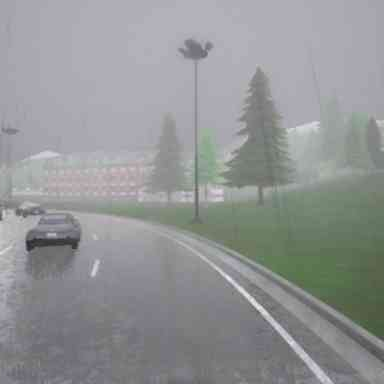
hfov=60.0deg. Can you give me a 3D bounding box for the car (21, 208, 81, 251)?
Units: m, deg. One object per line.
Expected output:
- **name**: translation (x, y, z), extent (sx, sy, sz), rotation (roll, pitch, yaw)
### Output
- **car**: translation (-5.947, 1.605, 14.607), extent (1.994, 1.385, 4.181), rotation (0, 0, -17)

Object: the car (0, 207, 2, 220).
- **car**: translation (-17.511, 1.468, 28.051), extent (2.097, 1.767, 4.553), rotation (0, 0, -39)

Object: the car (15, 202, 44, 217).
- **car**: translation (-15.073, 1.628, 30.955), extent (1.812, 1.442, 4.674), rotation (0, 0, -39)
